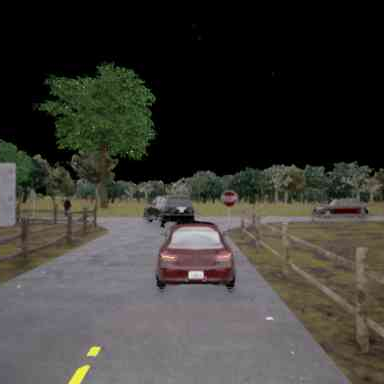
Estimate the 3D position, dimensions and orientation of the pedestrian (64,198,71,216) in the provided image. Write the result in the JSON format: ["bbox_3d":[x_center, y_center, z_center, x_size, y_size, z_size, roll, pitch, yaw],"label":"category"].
[{"bbox_3d":[-12.163,1.443,32.437,0.375,1.860,0.375,0,-1,0],"label":"pedestrian"}]

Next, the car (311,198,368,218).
[{"bbox_3d":[12.914,1.365,29.350,4.553,1.767,2.097,0,-2,-1],"label":"car"}]

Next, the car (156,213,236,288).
[{"bbox_3d":[0.087,1.530,9.101,1.812,1.442,4.674,0,0,0],"label":"car"}]

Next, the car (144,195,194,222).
[{"bbox_3d":[-1.685,1.256,23.254,2.150,2.045,5.566,1,0,-22],"label":"car"}]
